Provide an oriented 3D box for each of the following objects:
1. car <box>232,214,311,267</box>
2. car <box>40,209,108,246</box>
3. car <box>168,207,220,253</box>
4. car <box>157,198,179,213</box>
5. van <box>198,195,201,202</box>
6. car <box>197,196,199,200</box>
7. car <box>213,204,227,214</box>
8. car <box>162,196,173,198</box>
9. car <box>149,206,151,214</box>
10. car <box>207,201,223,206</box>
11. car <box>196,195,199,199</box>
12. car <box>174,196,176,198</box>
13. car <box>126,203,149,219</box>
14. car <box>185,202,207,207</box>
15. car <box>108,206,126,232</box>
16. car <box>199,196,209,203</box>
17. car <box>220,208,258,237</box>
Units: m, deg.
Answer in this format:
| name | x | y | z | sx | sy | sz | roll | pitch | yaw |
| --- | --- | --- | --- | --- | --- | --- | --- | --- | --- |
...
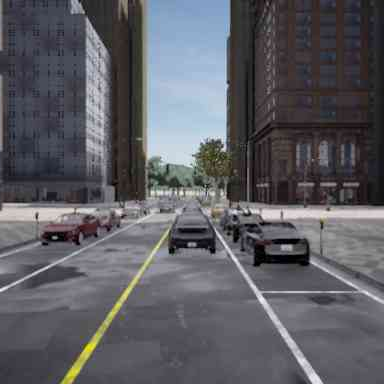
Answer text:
| name | x | y | z | sx | sy | sz | roll | pitch | yaw |
| --- | --- | --- | --- | --- | --- | --- | --- | --- | --- |
| car | 2.755 | 1.674 | 11.736 | 1.947 | 1.339 | 4.313 | -1 | 0 | 0 |
| car | -5.770 | 1.691 | 16.242 | 1.887 | 1.381 | 4.507 | -1 | -1 | 0 |
| car | 0.006 | 1.638 | 14.304 | 1.837 | 1.490 | 4.892 | 0 | 0 | 0 |
| car | -2.996 | 1.860 | 41.431 | 1.837 | 1.490 | 4.892 | 0 | -1 | 0 |
| van | 2.765 | 1.882 | 70.411 | 1.690 | 1.788 | 3.998 | -1 | 0 | 0 |
| car | 2.769 | 2.140 | 76.089 | 1.947 | 1.339 | 4.313 | -1 | 0 | 0 |
| car | 2.757 | 1.747 | 22.141 | 2.008 | 1.369 | 4.403 | -1 | 0 | 0 |
| car | -5.760 | 1.856 | 70.405 | 2.192 | 1.841 | 5.009 | -1 | 0 | 0 |
| car | -5.765 | 1.885 | 37.753 | 1.947 | 1.339 | 4.313 | -1 | 0 | 0 |
| car | 2.759 | 1.807 | 32.717 | 1.752 | 1.417 | 4.829 | -1 | 0 | 0 |
| car | 2.771 | 2.162 | 87.618 | 1.752 | 1.417 | 4.829 | -1 | 0 | 0 |
| car | -5.758 | 1.921 | 81.764 | 2.192 | 1.841 | 5.009 | -1 | 0 | 0 |
| car | -5.766 | 1.830 | 32.374 | 2.008 | 1.369 | 4.403 | -1 | 0 | 0 |
| car | 0.007 | 1.819 | 29.316 | 1.994 | 1.385 | 4.181 | 0 | 0 | 0 |
| car | -5.768 | 1.774 | 21.618 | 1.802 | 1.307 | 4.206 | -1 | 0 | 0 |
| car | 2.766 | 2.032 | 64.900 | 1.752 | 1.417 | 4.829 | -1 | 0 | 0 |
| car | 2.756 | 1.718 | 16.940 | 1.947 | 1.339 | 4.313 | -1 | 0 | 0 |
